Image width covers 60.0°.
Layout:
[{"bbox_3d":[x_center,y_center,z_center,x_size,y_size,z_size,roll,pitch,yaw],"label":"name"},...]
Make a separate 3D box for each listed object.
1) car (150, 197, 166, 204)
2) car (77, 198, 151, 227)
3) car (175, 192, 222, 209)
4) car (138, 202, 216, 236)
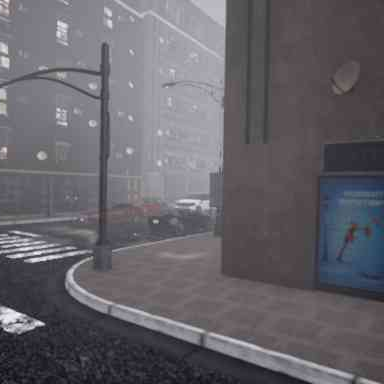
[{"bbox_3d":[-3.829,1.179,27.199,1.967,1.590,4.097,2,1,35],"label":"car"},{"bbox_3d":[-5.039,1.329,21.190,1.812,1.442,4.674,2,1,35],"label":"car"},{"bbox_3d":[0.639,1.012,29.270,2.150,2.045,5.566,2,1,35],"label":"car"},{"bbox_3d":[-0.592,1.493,18.101,1.947,1.339,4.313,2,1,35],"label":"car"}]
